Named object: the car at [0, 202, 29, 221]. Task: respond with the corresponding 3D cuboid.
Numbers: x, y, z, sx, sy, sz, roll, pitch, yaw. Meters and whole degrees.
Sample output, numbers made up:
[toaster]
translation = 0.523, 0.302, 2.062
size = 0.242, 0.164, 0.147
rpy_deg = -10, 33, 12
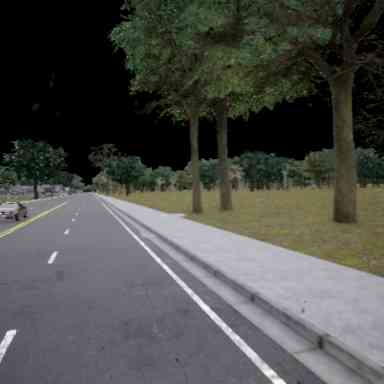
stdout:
[car]
translation = -14.710, 1.548, 27.094
size = 1.812, 1.442, 4.674
rpy_deg = -2, 1, -17
